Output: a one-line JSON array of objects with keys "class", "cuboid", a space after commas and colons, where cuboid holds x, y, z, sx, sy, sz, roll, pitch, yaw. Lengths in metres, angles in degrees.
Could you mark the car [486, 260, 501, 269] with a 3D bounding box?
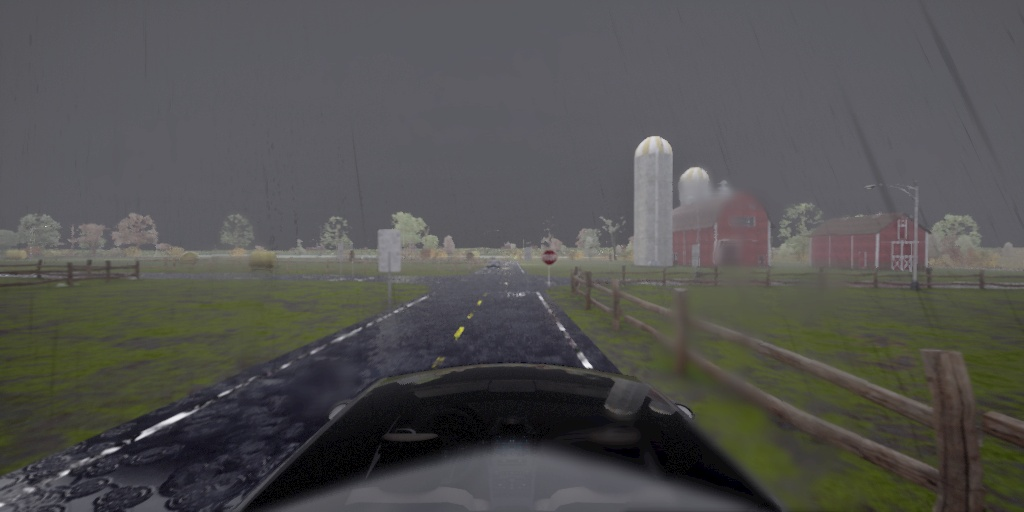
[{"class": "car", "cuboid": [-2.763, 1.248, 54.508, 1.994, 1.385, 4.181, 0, 1, 0]}]
